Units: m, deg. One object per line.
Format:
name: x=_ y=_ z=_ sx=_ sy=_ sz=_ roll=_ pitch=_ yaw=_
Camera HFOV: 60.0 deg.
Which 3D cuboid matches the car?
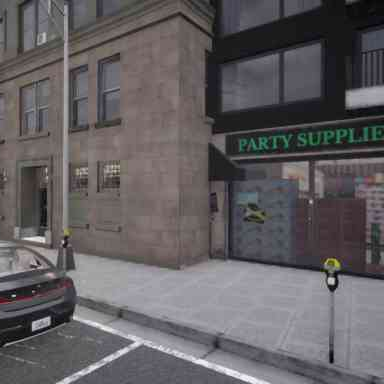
car: x=-3.827 y=1.551 z=5.772 sx=4.403 sy=1.369 sz=2.008 roll=0 pitch=0 yaw=35
